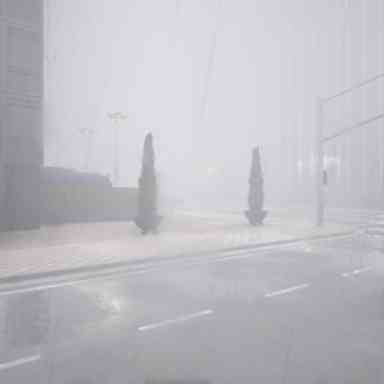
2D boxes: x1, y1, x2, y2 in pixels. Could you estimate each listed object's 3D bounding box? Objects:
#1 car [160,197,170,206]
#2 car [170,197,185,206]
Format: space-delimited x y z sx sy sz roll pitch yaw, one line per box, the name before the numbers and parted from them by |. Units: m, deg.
car | -6.214 1.505 53.073 2.033 1.411 5.357 0 0 -36
car | -3.384 1.500 55.131 2.033 1.411 5.357 0 0 -36
